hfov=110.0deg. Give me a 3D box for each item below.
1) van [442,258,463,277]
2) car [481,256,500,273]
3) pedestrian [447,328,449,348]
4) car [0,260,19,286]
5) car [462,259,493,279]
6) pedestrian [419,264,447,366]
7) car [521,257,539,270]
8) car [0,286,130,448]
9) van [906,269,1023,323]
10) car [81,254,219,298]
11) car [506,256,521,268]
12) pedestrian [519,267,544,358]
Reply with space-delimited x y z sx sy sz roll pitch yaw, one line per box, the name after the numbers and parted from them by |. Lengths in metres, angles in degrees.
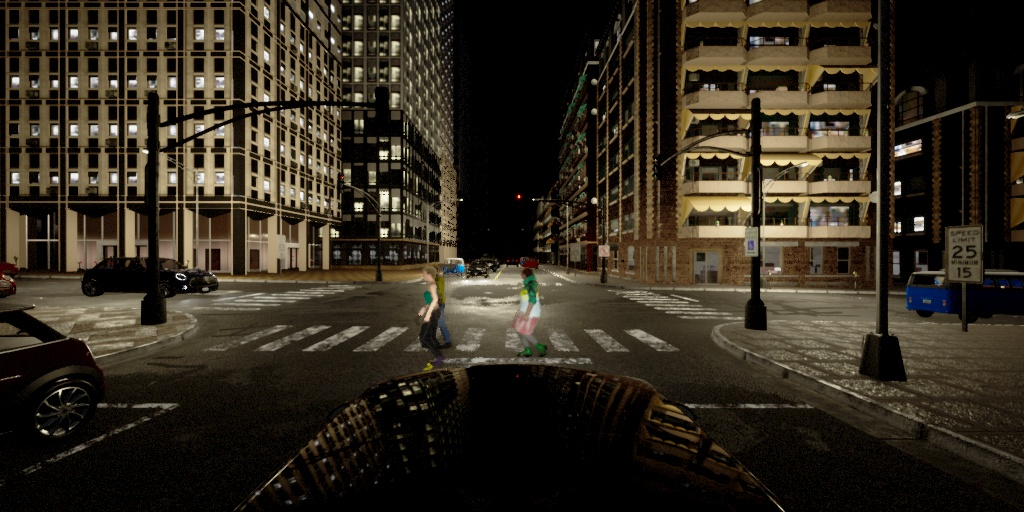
-5.649 1.097 34.812 1.690 1.789 3.998 0 0 0 | van
-3.032 0.983 45.134 2.150 2.045 5.566 0 0 1 | car
-1.626 1.047 7.667 0.375 1.860 0.375 0 0 0 | pedestrian
-21.133 0.818 13.125 4.097 1.591 1.967 0 0 0 | car
-3.057 1.260 32.771 1.837 1.490 4.892 0 0 0 | car
-1.449 1.044 6.467 0.375 1.860 0.375 0 0 0 | pedestrian
2.752 1.079 51.456 2.192 1.841 5.009 0 0 0 | car
-5.689 1.190 2.338 1.967 1.591 4.097 0 0 0 | car
16.926 1.453 13.027 3.998 1.789 1.690 0 0 0 | van
-15.663 0.832 15.719 4.553 1.767 2.097 1 0 0 | car
0.080 0.994 63.915 2.150 2.045 5.566 0 0 0 | car
0.382 1.044 7.065 0.375 1.860 0.375 0 0 0 | pedestrian
